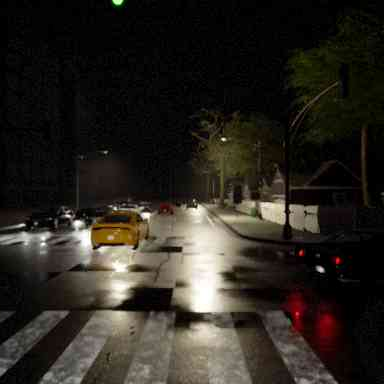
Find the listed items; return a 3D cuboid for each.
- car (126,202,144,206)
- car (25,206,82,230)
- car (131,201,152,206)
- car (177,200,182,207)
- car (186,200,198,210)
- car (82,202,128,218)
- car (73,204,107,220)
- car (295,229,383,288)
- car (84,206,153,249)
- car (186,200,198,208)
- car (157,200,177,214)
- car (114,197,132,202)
[{"bbox_3d":[-6.592,1.994,34.986,1.895,1.301,4.718,0,-1,0],"label":"car"},{"bbox_3d":[-9.846,1.750,23.436,2.128,1.511,4.902,0,-1,0],"label":"car"},{"bbox_3d":[-6.587,2.017,46.165,2.128,1.511,4.902,0,-1,-1],"label":"car"},{"bbox_3d":[-3.166,2.296,66.047,1.812,1.442,4.674,0,-1,0],"label":"car"},{"bbox_3d":[0.000,2.172,54.356,2.033,1.411,5.357,0,-1,0],"label":"car"},{"bbox_3d":[-6.594,1.769,25.004,2.128,1.511,4.902,0,-1,0],"label":"car"},{"bbox_3d":[-9.844,1.928,32.481,1.994,1.385,4.181,0,-1,0],"label":"car"},{"bbox_3d":[5.374,1.712,9.363,4.718,1.301,1.895,1,-1,-21],"label":"car"},{"bbox_3d":[-3.150,1.645,15.377,1.882,1.535,5.008,0,-1,0],"label":"car"},{"bbox_3d":[0.000,2.246,64.775,2.128,1.511,4.902,0,-1,0],"label":"car"},{"bbox_3d":[-3.150,1.991,41.163,1.812,1.442,4.674,0,-1,0],"label":"car"},{"bbox_3d":[-9.820,1.762,47.723,2.150,2.045,5.566,0,0,0],"label":"car"}]
